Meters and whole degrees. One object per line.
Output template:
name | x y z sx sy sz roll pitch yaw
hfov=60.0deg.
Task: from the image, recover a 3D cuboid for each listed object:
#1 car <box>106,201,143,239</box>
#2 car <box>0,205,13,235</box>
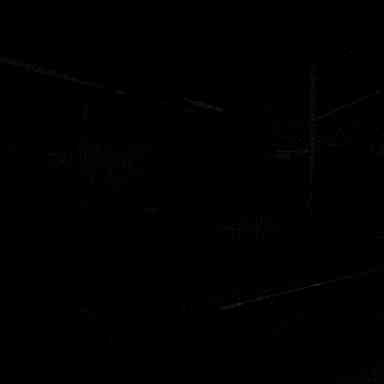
car | -4.324 1.448 18.358 1.905 1.878 3.866 1 0 -36
car | -11.453 1.523 18.621 2.242 1.667 4.611 1 0 -36
